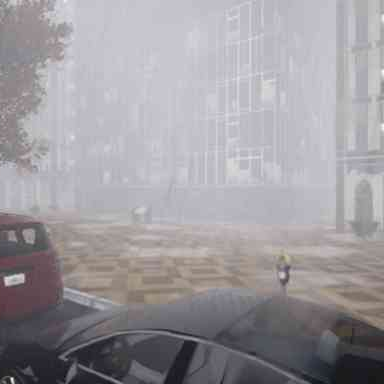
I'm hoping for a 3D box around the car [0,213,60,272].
[{"bbox_3d":[-4.399,1.293,6.009,5.009,1.841,2.192,0,0,35],"label":"car"}]

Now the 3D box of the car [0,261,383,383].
[{"bbox_3d":[0.100,1.561,2.805,4.313,1.339,1.947,0,0,35],"label":"car"}]
